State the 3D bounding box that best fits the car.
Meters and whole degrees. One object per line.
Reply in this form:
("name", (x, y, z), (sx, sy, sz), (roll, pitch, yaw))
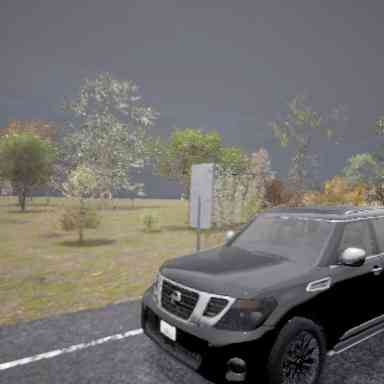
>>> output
("car", (1.980, 1.255, 5.400), (5.566, 2.045, 2.150), (1, 0, -35))
